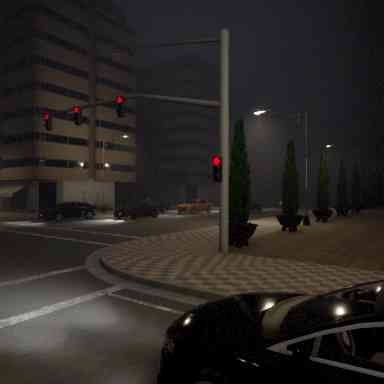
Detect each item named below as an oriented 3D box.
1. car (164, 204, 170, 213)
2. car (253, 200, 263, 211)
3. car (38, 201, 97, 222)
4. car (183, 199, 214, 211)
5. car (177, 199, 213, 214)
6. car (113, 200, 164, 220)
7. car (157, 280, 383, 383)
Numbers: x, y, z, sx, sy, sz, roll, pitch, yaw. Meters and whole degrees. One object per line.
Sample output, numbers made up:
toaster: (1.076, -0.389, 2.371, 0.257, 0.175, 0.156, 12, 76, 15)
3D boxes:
car: (-4.552, 1.603, 35.445, 2.033, 1.411, 5.357, 0, 0, 35)
car: (6.647, 1.545, 38.831, 2.128, 1.511, 4.902, 0, 0, 36)
car: (-10.172, 1.560, 27.488, 1.837, 1.490, 4.892, 0, 0, 35)
car: (0.899, 1.619, 43.135, 1.994, 1.385, 4.181, 0, 0, 36)
car: (0.353, 1.533, 36.320, 1.882, 1.535, 5.008, 0, 0, 35)
car: (-4.797, 1.619, 29.032, 1.994, 1.385, 4.181, 0, 0, 35)
car: (1.890, 1.492, 2.626, 4.902, 1.511, 2.128, 0, 0, 36)
